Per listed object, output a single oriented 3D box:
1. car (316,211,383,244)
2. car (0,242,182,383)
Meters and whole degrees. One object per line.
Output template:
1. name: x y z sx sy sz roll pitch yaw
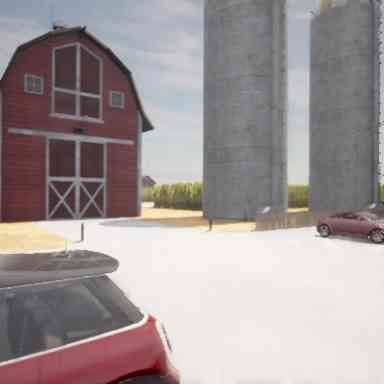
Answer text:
1. car: 8.483 1.667 16.753 1.994 1.381 4.181 1 0 -36
2. car: -2.351 1.347 2.316 4.553 1.767 2.097 0 0 -36
